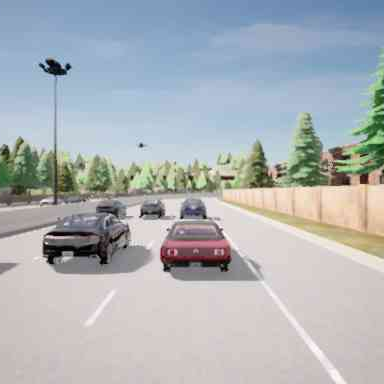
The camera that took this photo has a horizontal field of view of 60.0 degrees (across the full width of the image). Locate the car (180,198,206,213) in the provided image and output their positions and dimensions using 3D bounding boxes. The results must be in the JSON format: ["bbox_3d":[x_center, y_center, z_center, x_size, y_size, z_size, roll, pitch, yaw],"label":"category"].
[{"bbox_3d":[0.097,1.275,28.292,2.097,1.767,4.553,0,0,0],"label":"car"}]

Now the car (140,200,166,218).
[{"bbox_3d":[-3.402,1.413,29.321,2.128,1.511,4.902,0,0,0],"label":"car"}]

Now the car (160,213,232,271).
[{"bbox_3d":[0.099,1.572,10.755,1.895,1.301,4.718,0,0,0],"label":"car"}]

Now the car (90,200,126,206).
[{"bbox_3d":[-6.902,1.430,28.565,1.837,1.490,4.892,0,1,0],"label":"car"}]

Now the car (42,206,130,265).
[{"bbox_3d":[-3.401,1.461,11.520,2.128,1.511,4.902,0,0,0],"label":"car"}]

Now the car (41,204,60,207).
[{"bbox_3d":[-21.063,1.392,49.848,1.812,1.442,4.674,0,0,0],"label":"car"}]

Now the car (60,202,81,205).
[{"bbox_3d":[-17.565,1.343,50.002,1.882,1.535,5.008,0,0,0],"label":"car"}]
